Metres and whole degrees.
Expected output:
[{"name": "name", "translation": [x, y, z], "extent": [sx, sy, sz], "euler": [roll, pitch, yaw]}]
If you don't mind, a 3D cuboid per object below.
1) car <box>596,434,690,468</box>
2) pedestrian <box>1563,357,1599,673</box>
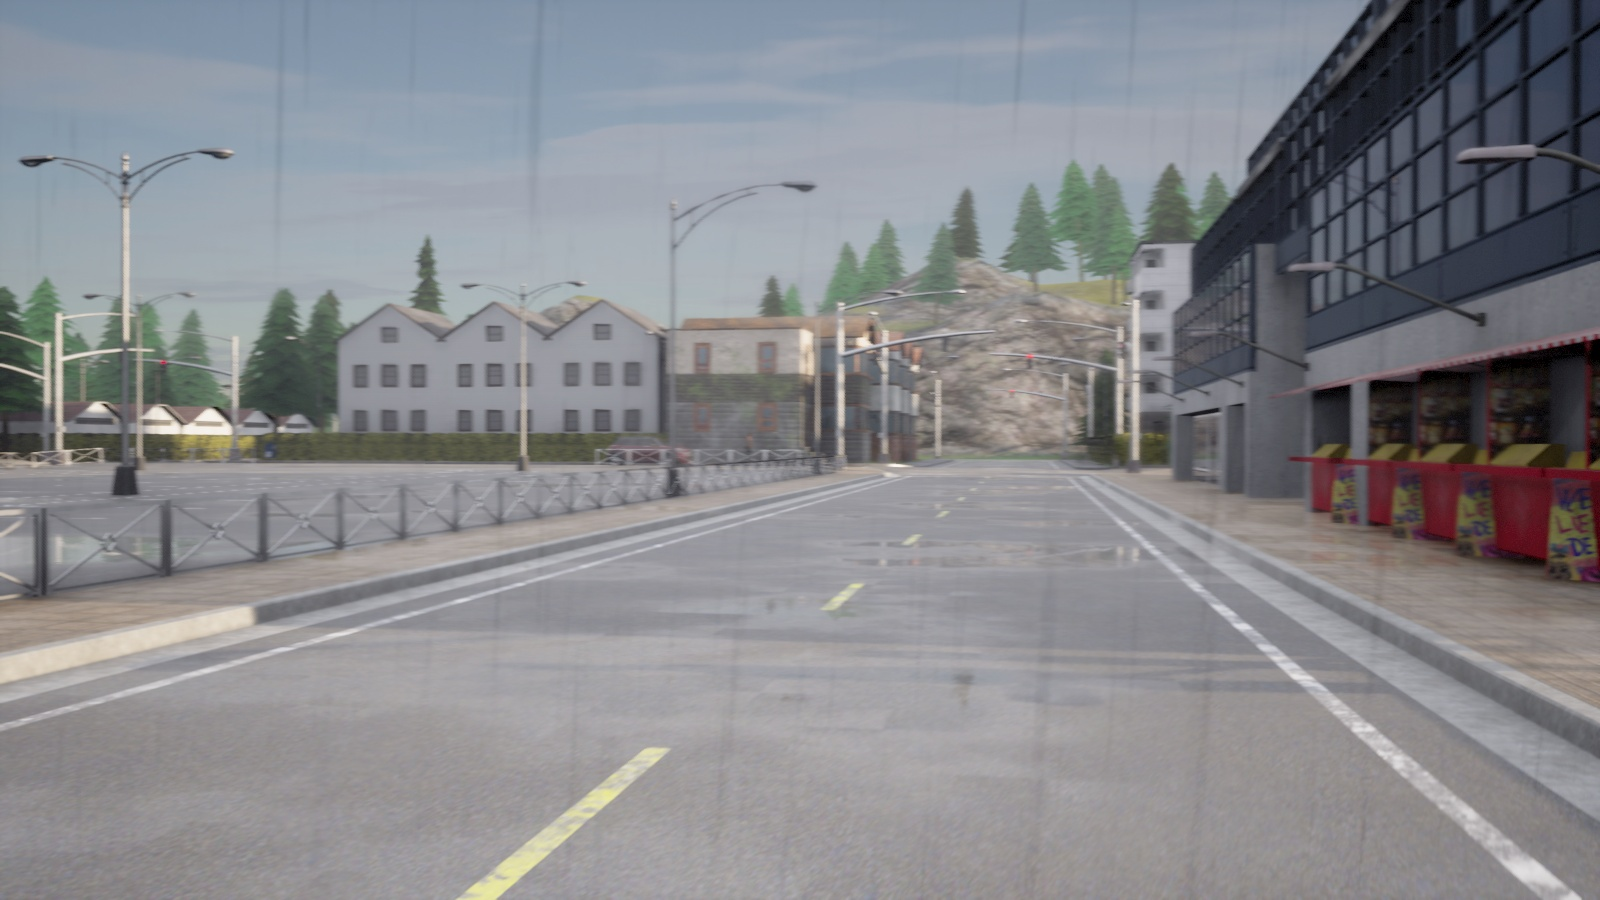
[{"name": "car", "translation": [-8.367, 0.041, 67.086], "extent": [4.553, 1.767, 2.097], "euler": [0, 0, 10]}, {"name": "pedestrian", "translation": [5.135, 0.385, 7.288], "extent": [0.874, 1.855, 0.900], "euler": [0, 0, 2]}]
